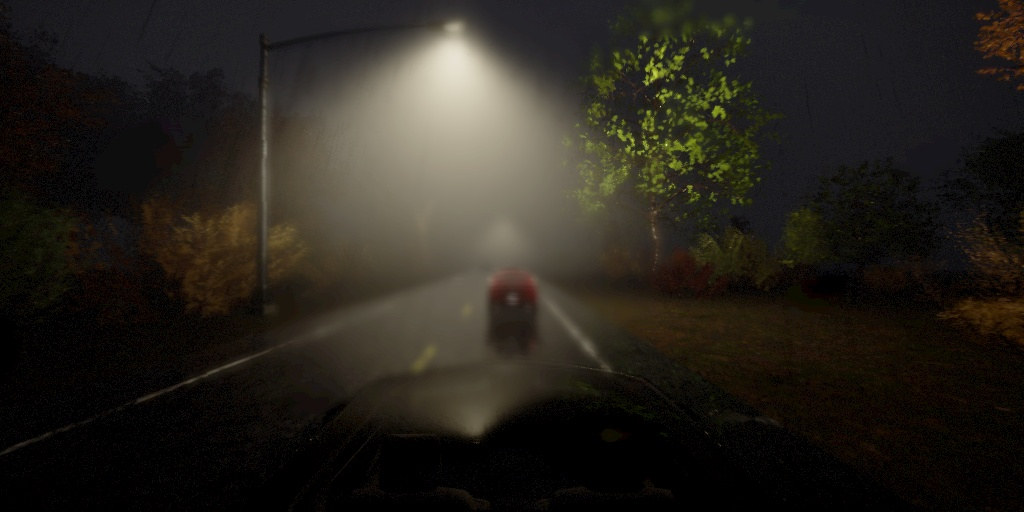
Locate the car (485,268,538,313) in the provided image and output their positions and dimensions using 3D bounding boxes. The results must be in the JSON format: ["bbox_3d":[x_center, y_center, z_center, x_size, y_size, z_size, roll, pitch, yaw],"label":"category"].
[{"bbox_3d":[0.032,1.400,14.982,1.882,1.535,5.008,0,-1,0],"label":"car"}]

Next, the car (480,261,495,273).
[{"bbox_3d":[-4.260,1.954,59.765,1.882,1.535,5.008,0,-1,-4],"label":"car"}]

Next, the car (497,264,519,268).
[{"bbox_3d":[-0.031,1.610,29.066,1.837,1.490,4.892,0,0,0],"label":"car"}]
